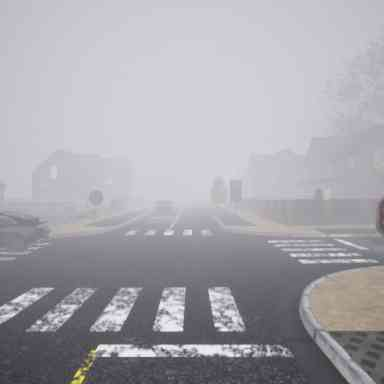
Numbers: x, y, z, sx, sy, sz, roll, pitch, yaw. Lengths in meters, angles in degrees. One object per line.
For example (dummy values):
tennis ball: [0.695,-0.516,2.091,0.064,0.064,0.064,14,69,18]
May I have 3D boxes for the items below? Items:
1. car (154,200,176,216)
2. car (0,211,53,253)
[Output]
car: [-2.675,1.536,33.165,1.882,1.535,5.008,0,0,0]
car: [-8.113,1.532,13.058,4.902,1.511,2.128,-1,2,-9]
